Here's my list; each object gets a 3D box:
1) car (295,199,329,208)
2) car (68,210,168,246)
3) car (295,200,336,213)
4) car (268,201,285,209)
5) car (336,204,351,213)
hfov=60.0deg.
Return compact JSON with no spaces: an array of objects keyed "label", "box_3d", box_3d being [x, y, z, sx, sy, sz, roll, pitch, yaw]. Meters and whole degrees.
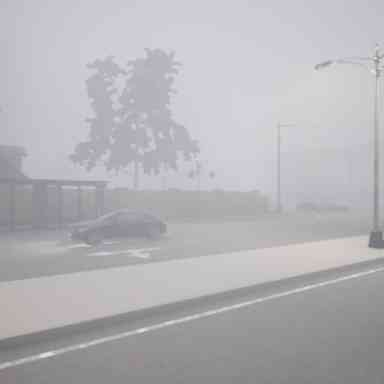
[{"label":"car","box_3d":[21.363,2.061,59.370,2.033,1.411,5.357,1,0,-40]},{"label":"car","box_3d":[-3.370,1.586,15.708,4.674,1.442,1.812,1,0,-35]},{"label":"car","box_3d":[15.409,1.894,42.410,1.812,1.442,4.674,1,0,-35]},{"label":"car","box_3d":[12.405,2.002,52.734,1.895,1.301,4.718,1,0,-35]},{"label":"car","box_3d":[18.445,2.004,44.176,1.895,1.301,4.718,1,0,-35]}]
